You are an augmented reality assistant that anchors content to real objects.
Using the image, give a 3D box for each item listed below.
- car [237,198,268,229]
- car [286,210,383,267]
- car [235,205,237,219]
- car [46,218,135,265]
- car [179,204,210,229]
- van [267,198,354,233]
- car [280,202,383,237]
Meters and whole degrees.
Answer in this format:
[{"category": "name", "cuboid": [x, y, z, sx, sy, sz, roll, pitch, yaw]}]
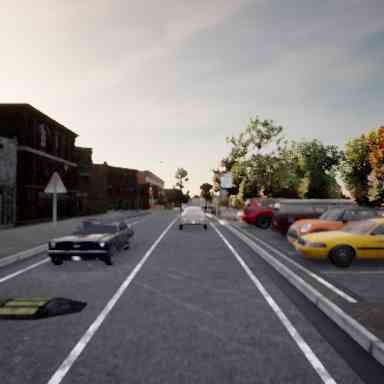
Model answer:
[{"category": "car", "cuboid": [6.247, 1.441, 23.037, 5.566, 2.045, 2.435, 0, -1, 0]}, {"category": "car", "cuboid": [6.119, 1.509, 10.887, 5.366, 1.575, 1.946, 0, -1, 0]}, {"category": "car", "cuboid": [6.191, 1.759, 25.948, 5.008, 1.535, 2.097, 0, -1, -1]}, {"category": "car", "cuboid": [-3.356, 1.646, 11.883, 1.895, 1.301, 4.718, 0, -1, 0]}, {"category": "car", "cuboid": [0.076, 1.787, 23.836, 1.812, 1.442, 4.674, 0, -2, 0]}, {"category": "van", "cuboid": [6.381, 1.359, 16.846, 4.442, 1.987, 1.878, 0, -1, 0]}, {"category": "car", "cuboid": [6.316, 1.416, 13.807, 4.553, 1.767, 2.185, 0, -1, 0]}]
